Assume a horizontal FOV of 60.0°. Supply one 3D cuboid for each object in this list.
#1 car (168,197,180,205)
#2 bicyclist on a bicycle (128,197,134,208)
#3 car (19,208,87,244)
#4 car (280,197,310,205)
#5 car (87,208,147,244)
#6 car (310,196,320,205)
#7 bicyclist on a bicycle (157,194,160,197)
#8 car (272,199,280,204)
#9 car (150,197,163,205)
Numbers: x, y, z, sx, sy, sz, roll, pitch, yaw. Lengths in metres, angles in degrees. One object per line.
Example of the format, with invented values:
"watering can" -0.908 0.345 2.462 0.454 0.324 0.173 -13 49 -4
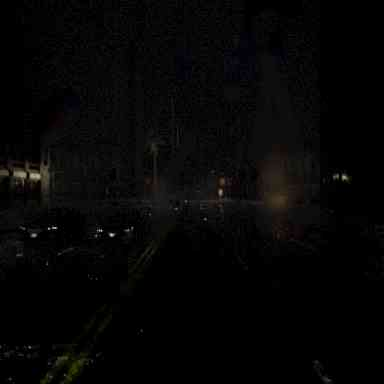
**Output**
"car" -3.249 1.653 60.875 2.128 1.511 4.902 0 0 0
"bicyclist on a bicycle" -8.820 1.516 48.344 0.866 1.612 1.509 -2 -1 11
"car" -6.599 1.550 16.338 2.128 1.511 4.902 0 0 0
"car" 20.732 1.994 67.104 4.507 1.381 1.887 1 -1 0
"car" -3.351 1.564 16.325 1.837 1.490 4.892 0 0 0
"car" 25.823 1.834 67.091 5.009 1.841 2.192 1 -1 0
"bicyclist on a bicycle" -8.748 1.521 86.359 0.659 1.776 1.843 0 -1 0
"car" 20.593 2.014 75.632 4.829 1.417 1.752 1 -1 0
"car" -6.500 1.678 60.875 1.812 1.442 4.674 0 0 0
